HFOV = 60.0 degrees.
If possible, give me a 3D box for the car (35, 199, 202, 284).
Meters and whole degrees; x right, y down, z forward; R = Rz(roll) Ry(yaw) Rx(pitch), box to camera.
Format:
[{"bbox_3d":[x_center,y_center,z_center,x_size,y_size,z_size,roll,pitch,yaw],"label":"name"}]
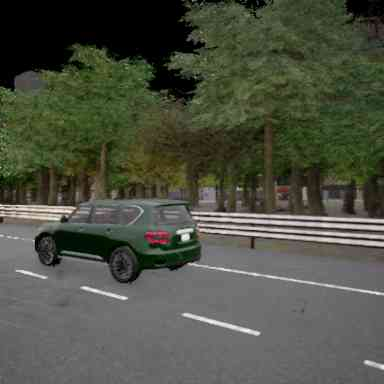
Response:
[{"bbox_3d":[-2.345,1.232,9.842,5.566,2.045,2.150,0,0,36],"label":"car"}]
